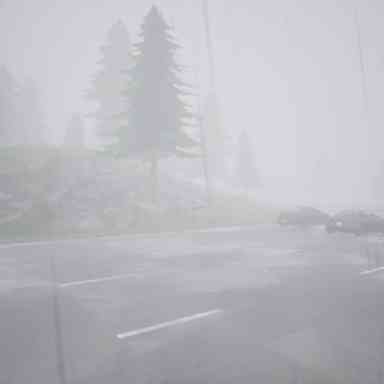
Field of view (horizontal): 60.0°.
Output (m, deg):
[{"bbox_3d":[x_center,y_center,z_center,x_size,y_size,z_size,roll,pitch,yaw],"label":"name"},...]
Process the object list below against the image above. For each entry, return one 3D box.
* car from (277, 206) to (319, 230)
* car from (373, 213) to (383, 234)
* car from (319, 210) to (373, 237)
[{"bbox_3d":[7.621,1.676,22.548,4.674,1.442,1.812,1,0,-41],"label":"car"},{"bbox_3d":[11.109,1.634,15.971,4.902,1.511,2.128,1,0,-35],"label":"car"},{"bbox_3d":[9.593,1.711,19.189,4.181,1.385,1.994,1,0,-35],"label":"car"}]
